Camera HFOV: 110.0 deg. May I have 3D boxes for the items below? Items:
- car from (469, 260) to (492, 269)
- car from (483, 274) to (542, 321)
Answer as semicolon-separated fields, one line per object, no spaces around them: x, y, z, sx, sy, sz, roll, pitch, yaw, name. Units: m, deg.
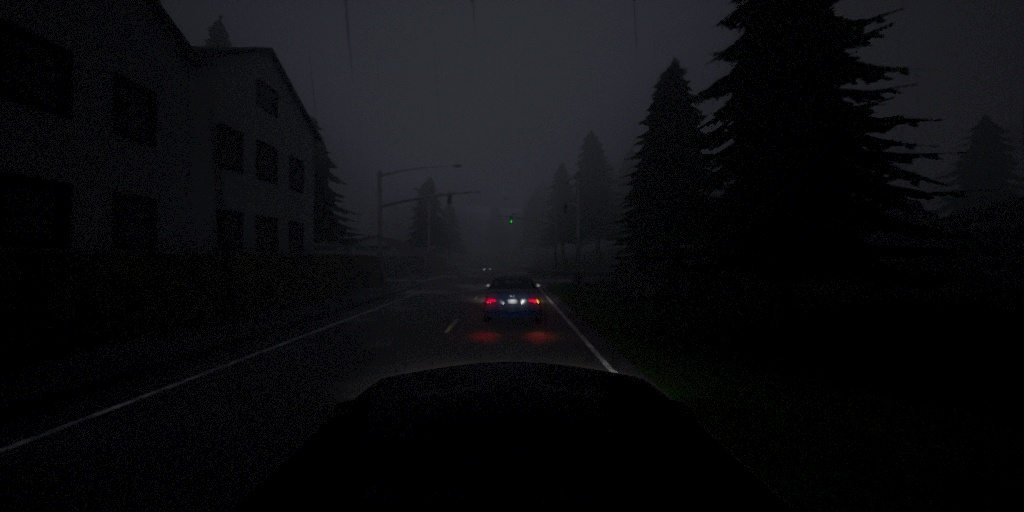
-5.708;1.497;64.011;2.033;1.411;5.357;0;0;-34;car
0.041;1.333;12.576;2.033;1.411;5.357;0;0;1;car
